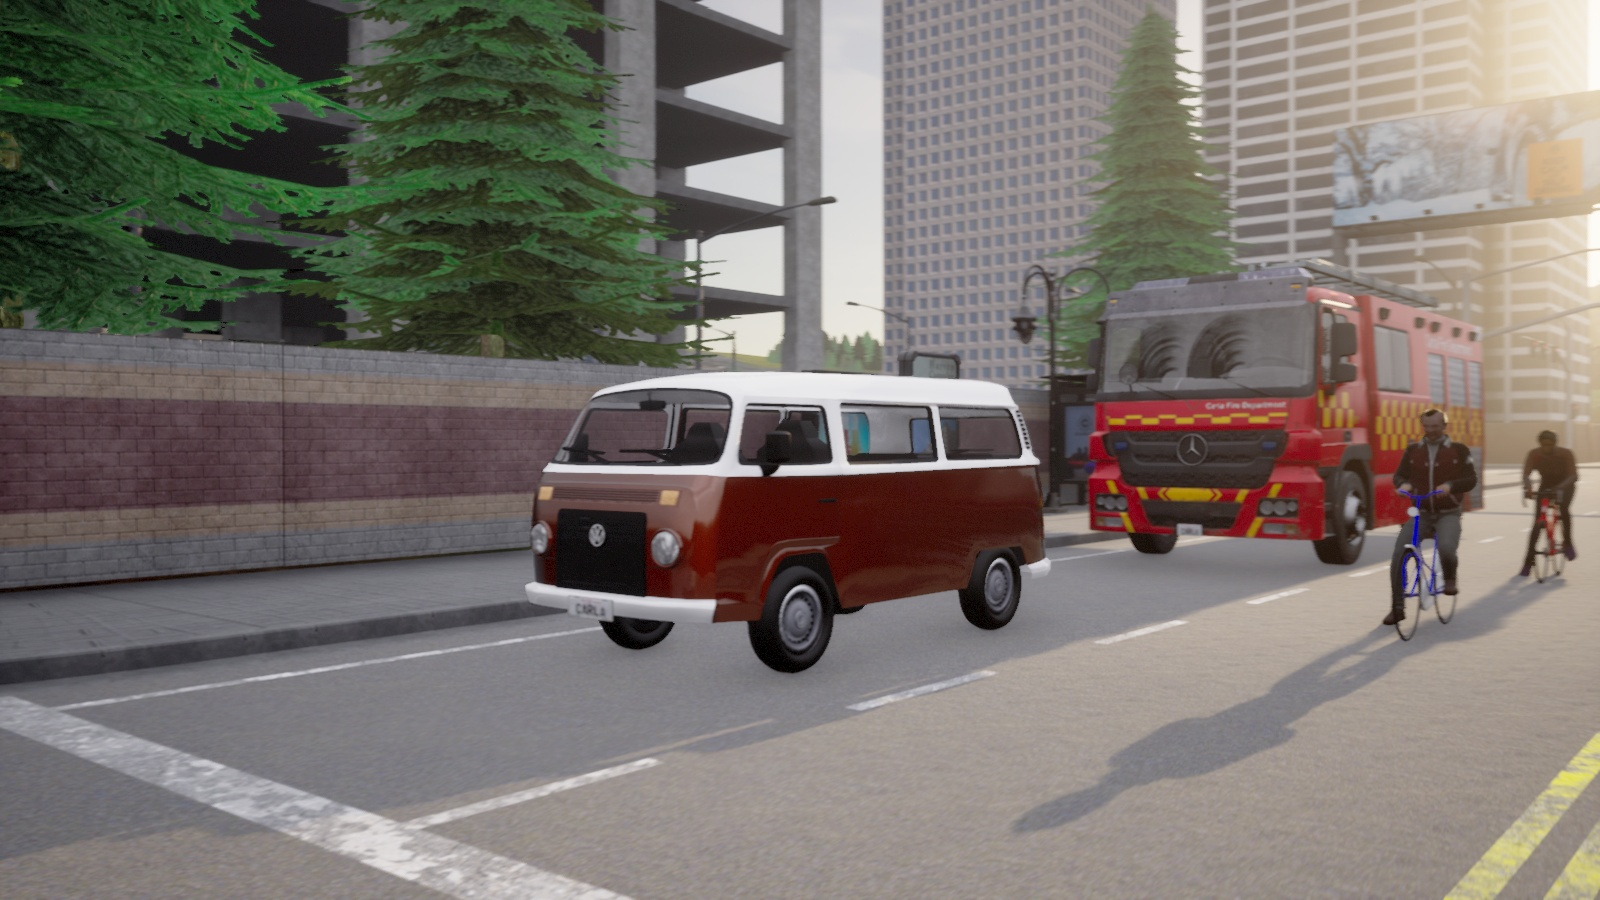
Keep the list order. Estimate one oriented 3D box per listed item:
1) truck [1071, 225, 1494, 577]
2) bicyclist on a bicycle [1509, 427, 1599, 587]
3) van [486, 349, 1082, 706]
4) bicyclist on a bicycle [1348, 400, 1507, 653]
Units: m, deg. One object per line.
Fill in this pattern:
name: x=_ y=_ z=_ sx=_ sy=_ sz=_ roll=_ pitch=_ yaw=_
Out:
truck: x=7.217 y=-0.569 z=17.794 sx=2.891 sy=3.827 sz=8.468 roll=0 pitch=0 yaw=41
bicyclist on a bicycle: x=8.126 y=0.565 z=13.481 sx=0.582 sy=1.620 sz=1.656 roll=0 pitch=1 yaw=41
van: x=0.125 y=0.425 z=9.551 sx=2.069 sy=2.038 sz=4.480 roll=0 pitch=0 yaw=41
bicyclist on a bicycle: x=4.881 y=0.531 z=9.710 sx=0.659 sy=1.776 sz=1.843 roll=0 pitch=0 yaw=41
